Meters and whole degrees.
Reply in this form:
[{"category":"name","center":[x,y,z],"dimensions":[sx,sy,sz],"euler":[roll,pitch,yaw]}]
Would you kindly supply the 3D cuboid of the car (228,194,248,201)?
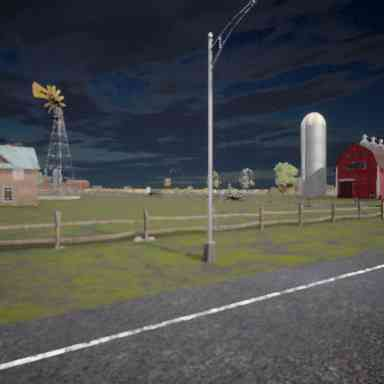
[{"category":"car","center":[9.404,1.089,68.671],"dimensions":[1.882,1.535,5.008],"euler":[0,1,-36]}]
